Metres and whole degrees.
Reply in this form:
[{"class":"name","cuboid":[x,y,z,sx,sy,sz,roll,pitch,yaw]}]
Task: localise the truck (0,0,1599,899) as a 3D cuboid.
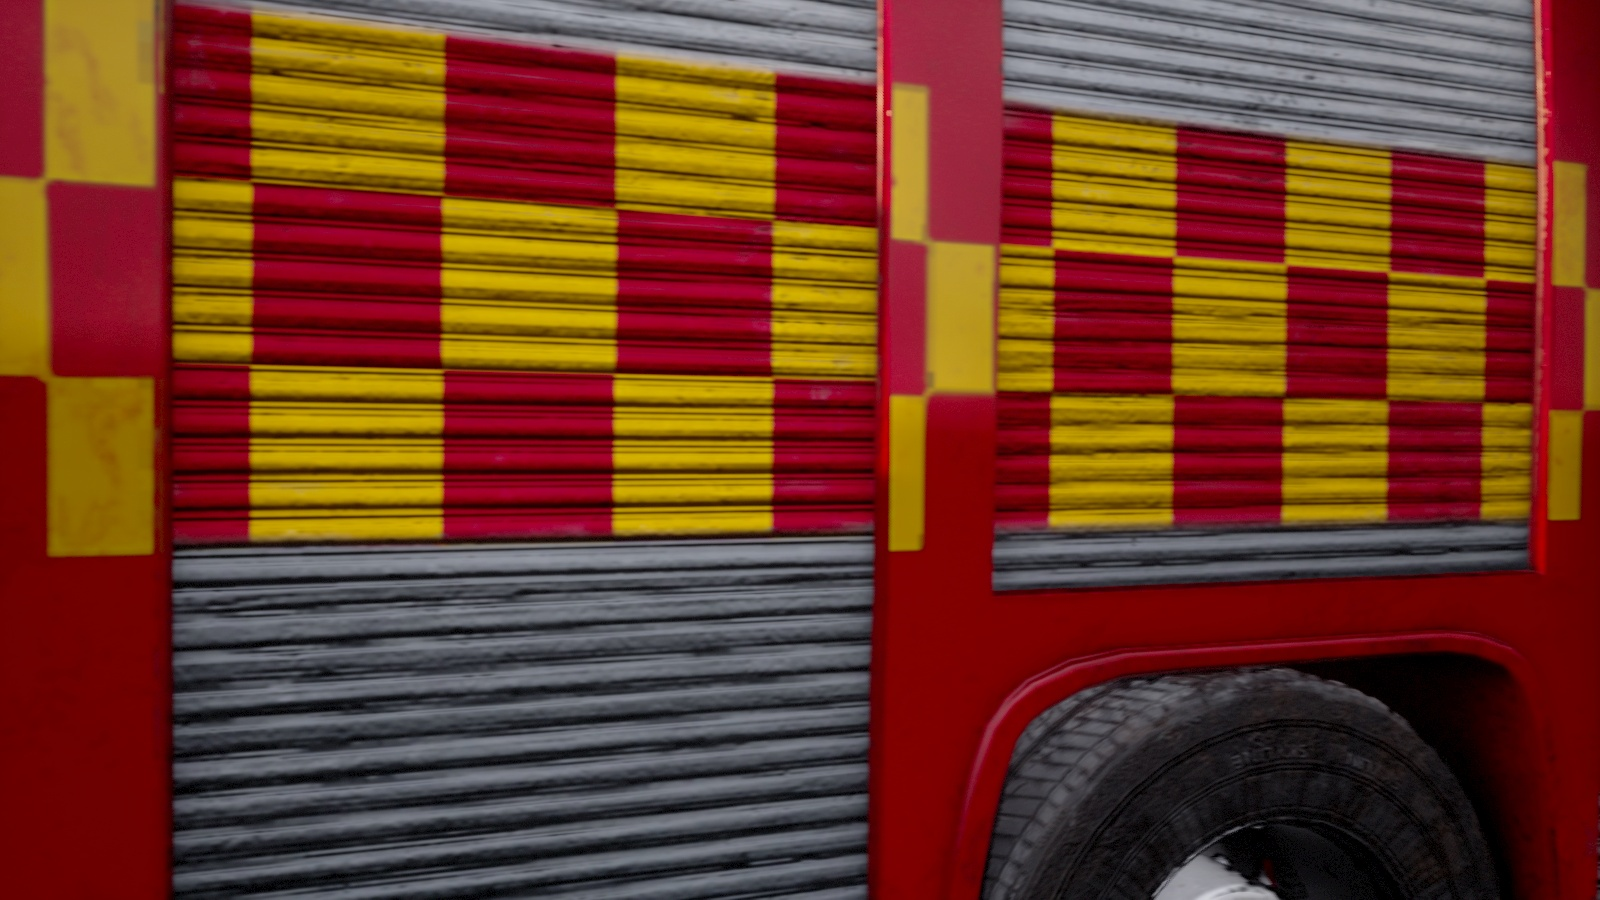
[{"class":"truck","cuboid":[-2.263,-0.381,2.366,8.468,3.827,2.891,-1,1,-21]}]
